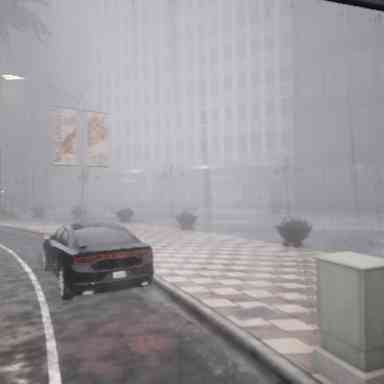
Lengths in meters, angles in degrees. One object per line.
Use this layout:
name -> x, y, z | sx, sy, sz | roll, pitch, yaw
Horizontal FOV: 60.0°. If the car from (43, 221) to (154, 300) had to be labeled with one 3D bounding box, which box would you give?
car -> -2.687, 1.503, 8.728 | 1.882, 1.535, 5.008 | -1, 0, -30
